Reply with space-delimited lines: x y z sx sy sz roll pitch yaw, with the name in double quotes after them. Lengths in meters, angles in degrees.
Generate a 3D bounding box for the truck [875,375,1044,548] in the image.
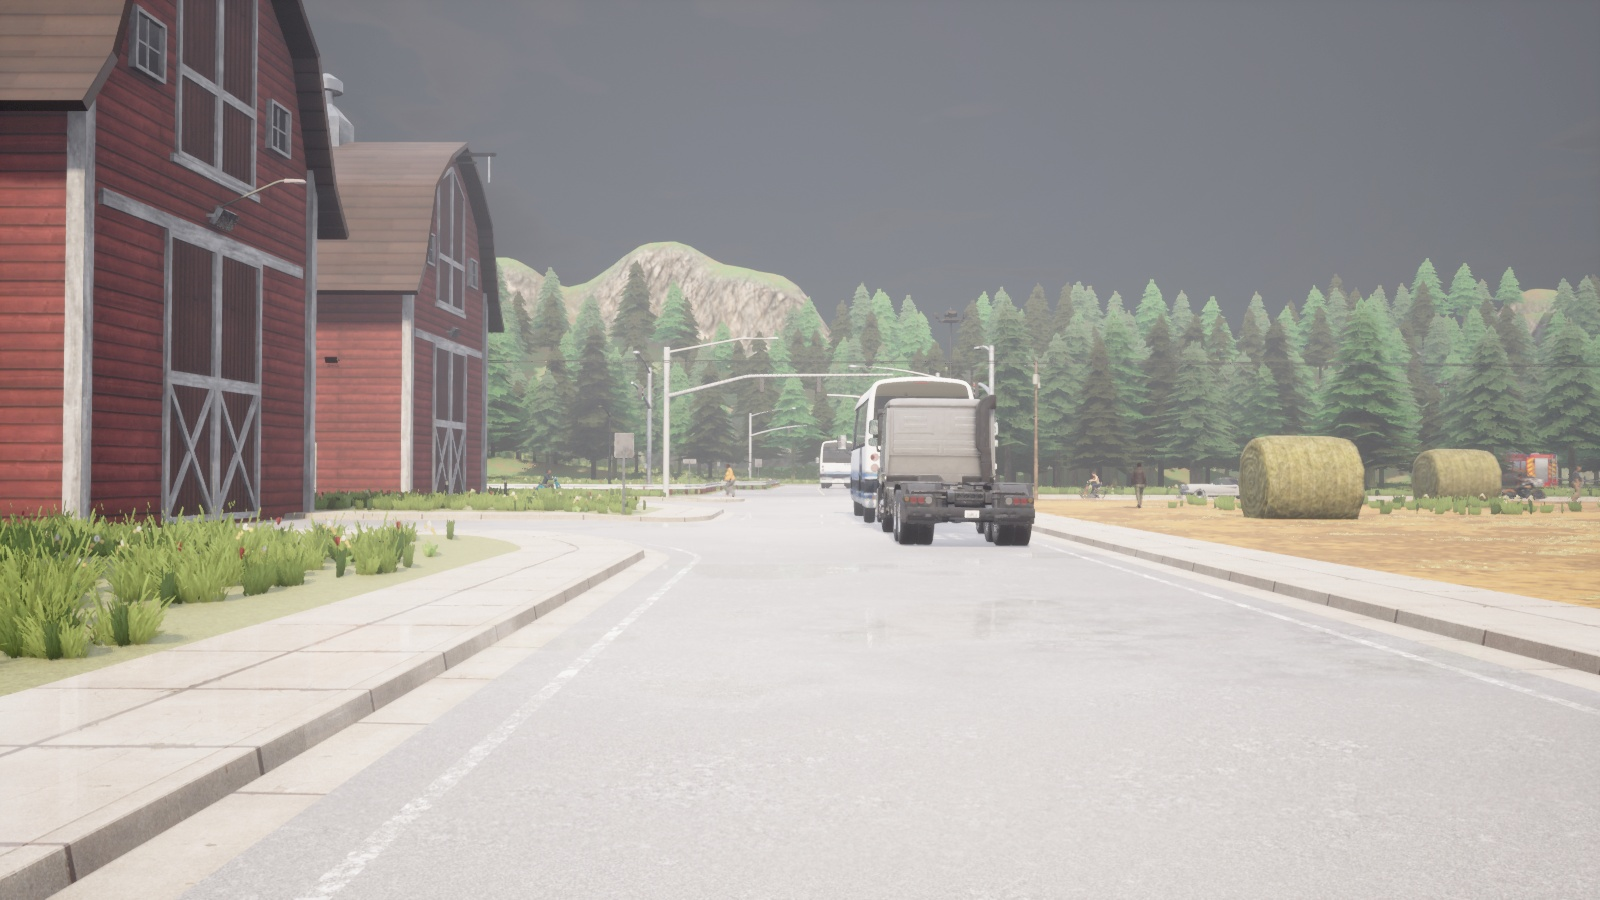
3.448 0.292 29.228 2.891 3.462 7.936 0 -1 0 "truck"

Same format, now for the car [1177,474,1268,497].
25.043 2.091 74.561 4.718 1.301 1.895 0 -1 1 "car"

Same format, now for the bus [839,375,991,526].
3.420 0.106 40.695 3.944 4.253 10.273 0 -1 0 "bus"

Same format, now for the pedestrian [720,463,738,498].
-3.779 1.644 66.954 0.900 1.855 0.874 0 -1 -1 "pedestrian"

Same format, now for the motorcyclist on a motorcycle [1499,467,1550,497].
40.847 1.814 70.808 2.350 1.649 0.766 0 -1 1 "motorcyclist on a motorcycle"

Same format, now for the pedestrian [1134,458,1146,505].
13.280 1.232 49.069 0.431 1.840 0.703 -1 -1 16 "pedestrian"

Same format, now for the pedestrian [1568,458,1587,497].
36.818 1.316 59.476 0.694 1.848 0.540 -1 -1 26 "pedestrian"
